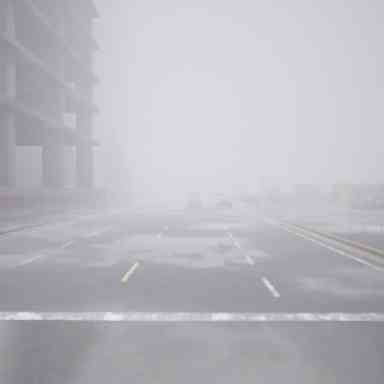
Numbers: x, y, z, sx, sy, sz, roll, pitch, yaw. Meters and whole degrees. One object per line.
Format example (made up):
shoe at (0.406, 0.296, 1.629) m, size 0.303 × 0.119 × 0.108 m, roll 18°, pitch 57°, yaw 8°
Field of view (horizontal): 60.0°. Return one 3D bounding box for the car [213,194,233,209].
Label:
car at (3.974, 1.313, 41.453) m, size 1.812 × 1.442 × 4.674 m, roll 0°, pitch 0°, yaw 1°

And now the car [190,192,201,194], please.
car at (0.599, 0.961, 51.530) m, size 2.150 × 2.045 × 5.566 m, roll 0°, pitch 0°, yaw 1°

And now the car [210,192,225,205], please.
car at (4.099, 0.963, 51.486) m, size 2.150 × 2.045 × 5.566 m, roll 0°, pitch 0°, yaw 1°

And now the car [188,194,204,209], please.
car at (0.469, 1.335, 41.080) m, size 2.033 × 1.411 × 5.357 m, roll 0°, pitch 0°, yaw 1°
